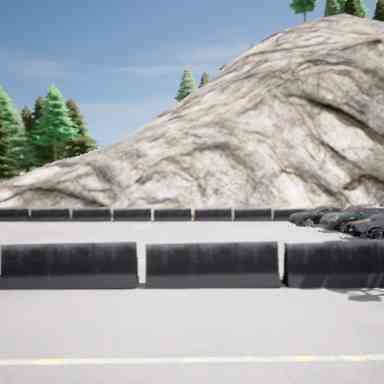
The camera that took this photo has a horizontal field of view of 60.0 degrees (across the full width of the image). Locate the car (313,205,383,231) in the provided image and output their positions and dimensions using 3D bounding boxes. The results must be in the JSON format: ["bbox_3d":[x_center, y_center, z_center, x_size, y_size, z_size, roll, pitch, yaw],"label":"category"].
[{"bbox_3d":[10.395,1.594,20.710,4.553,1.767,2.097,0,-1,-2],"label":"car"}]

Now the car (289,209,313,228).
[{"bbox_3d":[9.587,1.783,24.187,4.892,1.490,1.837,0,-1,-2],"label":"car"}]

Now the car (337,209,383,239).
[{"bbox_3d":[10.182,1.767,17.201,4.181,1.385,1.994,0,-1,-2],"label":"car"}]
